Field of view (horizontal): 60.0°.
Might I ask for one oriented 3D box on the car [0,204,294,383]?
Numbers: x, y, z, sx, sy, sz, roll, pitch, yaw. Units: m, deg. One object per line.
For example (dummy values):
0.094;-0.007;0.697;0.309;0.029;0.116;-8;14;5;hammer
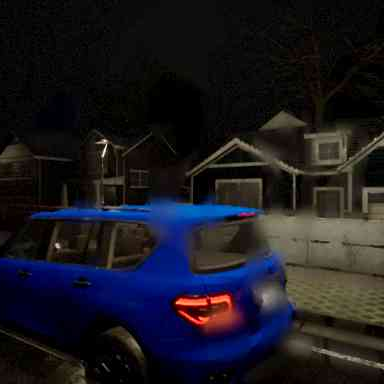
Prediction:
-1.388;1.218;4.922;5.566;2.045;2.150;-2;-1;36;car
